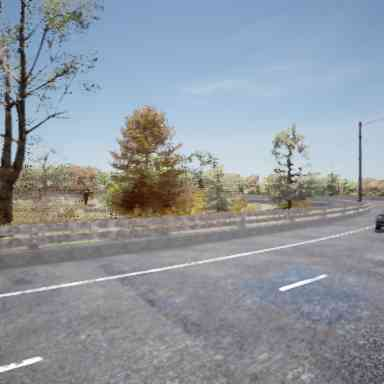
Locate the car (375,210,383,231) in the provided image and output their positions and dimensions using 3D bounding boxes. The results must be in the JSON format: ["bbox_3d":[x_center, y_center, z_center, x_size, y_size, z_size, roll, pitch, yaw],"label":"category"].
[{"bbox_3d":[12.520,1.563,20.124,1.812,1.442,4.674,0,0,42],"label":"car"}]
